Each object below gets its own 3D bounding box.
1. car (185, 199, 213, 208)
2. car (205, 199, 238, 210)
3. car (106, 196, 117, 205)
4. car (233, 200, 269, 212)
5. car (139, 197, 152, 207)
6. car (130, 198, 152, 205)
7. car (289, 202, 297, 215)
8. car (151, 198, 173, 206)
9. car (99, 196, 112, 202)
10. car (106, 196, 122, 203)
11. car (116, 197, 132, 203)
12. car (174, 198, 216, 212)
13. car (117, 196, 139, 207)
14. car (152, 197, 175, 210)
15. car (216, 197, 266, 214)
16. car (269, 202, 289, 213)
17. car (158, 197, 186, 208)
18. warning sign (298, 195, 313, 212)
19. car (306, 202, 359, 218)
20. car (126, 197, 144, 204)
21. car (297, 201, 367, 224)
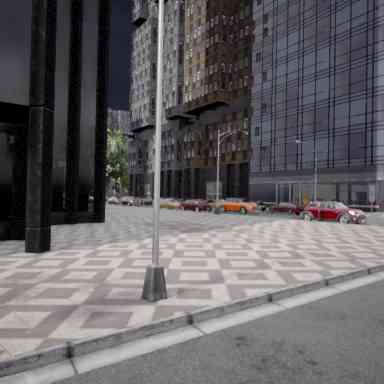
[{"bbox_3d":[0.954,1.724,50.467,2.008,1.369,4.403,2,-1,-35],"label":"car"},{"bbox_3d":[4.037,1.695,46.136,1.752,1.417,4.829,2,-1,-35],"label":"car"},{"bbox_3d":[-12.358,1.533,54.473,1.802,1.307,4.206,2,-1,-35],"label":"car"},{"bbox_3d":[7.316,1.732,41.526,1.947,1.339,4.313,2,-1,-35],"label":"car"},{"bbox_3d":[-5.590,1.528,49.638,1.837,1.490,4.892,2,-2,-35],"label":"car"},{"bbox_3d":[-9.296,1.705,60.105,1.895,1.301,4.718,2,-1,-35],"label":"car"},{"bbox_3d":[10.698,1.481,26.672,1.882,1.535,5.008,2,-1,-36],"label":"car"},{"bbox_3d":[-5.409,1.727,59.408,2.008,1.369,4.403,2,-1,-35],"label":"car"},{"bbox_3d":[-21.316,1.757,81.760,1.802,1.307,4.206,2,-1,-35],"label":"car"},{"bbox_3d":[-18.232,1.701,77.429,1.752,1.417,4.829,2,-1,-35],"label":"car"},{"bbox_3d":[-14.953,1.742,72.819,1.947,1.339,4.313,2,-1,-35],"label":"car"},{"bbox_3d":[0.370,1.486,36.589,1.887,1.381,4.507,2,-1,-35],"label":"car"},{"bbox_3d":[-9.173,1.390,50.004,1.967,1.590,4.097,2,-1,-35],"label":"car"},{"bbox_3d":[-2.713,1.470,40.922,1.752,1.417,4.829,2,-1,-35],"label":"car"},{"bbox_3d":[5.073,1.361,34.582,2.097,1.767,4.553,2,-1,-35],"label":"car"},{"bbox_3d":[10.497,1.745,37.055,1.802,1.307,4.206,2,-1,-35],"label":"car"},{"bbox_3d":[-3.210,1.594,51.630,2.128,1.511,4.902,2,-1,-35],"label":"car"},{"bbox_3d":[12.855,1.339,37.739,1.300,1.860,1.060,2,-1,-35],"label":"warning sign"},{"bbox_3d":[13.678,1.726,32.585,1.947,1.339,4.313,2,-1,-35],"label":"car"},{"bbox_3d":[-11.772,1.742,68.349,1.947,1.339,4.313,2,-1,-35],"label":"car"},{"bbox_3d":[9.900,1.371,23.203,1.967,1.590,4.097,2,-1,-36],"label":"car"}]
